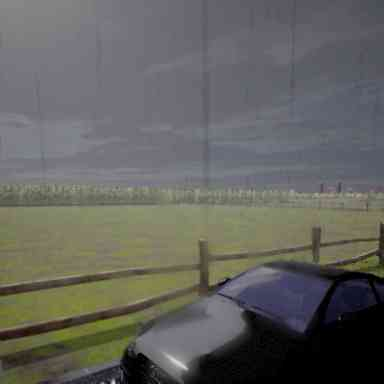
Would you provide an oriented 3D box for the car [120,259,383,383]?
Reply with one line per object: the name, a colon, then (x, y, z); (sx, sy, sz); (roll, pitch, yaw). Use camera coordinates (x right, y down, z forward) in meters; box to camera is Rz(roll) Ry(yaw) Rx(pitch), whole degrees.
car: (1.286, 1.609, 4.062); (4.181, 1.385, 1.994); (1, -1, -37)
